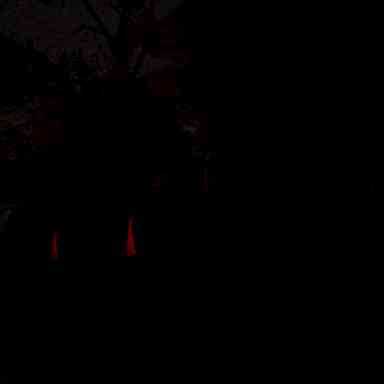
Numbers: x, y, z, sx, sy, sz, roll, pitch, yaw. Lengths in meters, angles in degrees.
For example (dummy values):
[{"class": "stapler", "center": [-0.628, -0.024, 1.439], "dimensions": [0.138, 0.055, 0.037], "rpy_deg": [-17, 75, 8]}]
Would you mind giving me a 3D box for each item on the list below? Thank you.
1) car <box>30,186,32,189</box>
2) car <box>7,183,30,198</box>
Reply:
[{"class": "car", "center": [-25.291, -0.617, 50.506], "dimensions": [2.128, 1.511, 4.902], "rpy_deg": [0, 3, -23]}, {"class": "car", "center": [-21.669, -0.080, 40.881], "dimensions": [2.033, 1.411, 5.357], "rpy_deg": [0, 3, -20]}]
